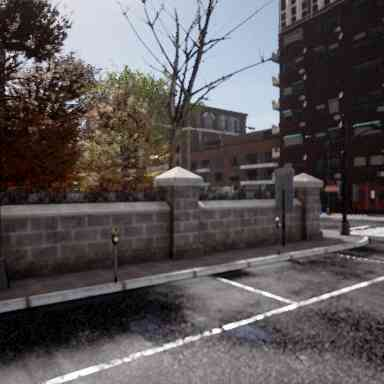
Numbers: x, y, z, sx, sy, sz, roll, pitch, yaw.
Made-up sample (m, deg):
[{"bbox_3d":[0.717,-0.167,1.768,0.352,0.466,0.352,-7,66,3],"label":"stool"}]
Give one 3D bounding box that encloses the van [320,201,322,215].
[{"bbox_3d":[10.760,1.623,32.764,1.690,1.788,3.998,-1,0,-36],"label":"van"}]
